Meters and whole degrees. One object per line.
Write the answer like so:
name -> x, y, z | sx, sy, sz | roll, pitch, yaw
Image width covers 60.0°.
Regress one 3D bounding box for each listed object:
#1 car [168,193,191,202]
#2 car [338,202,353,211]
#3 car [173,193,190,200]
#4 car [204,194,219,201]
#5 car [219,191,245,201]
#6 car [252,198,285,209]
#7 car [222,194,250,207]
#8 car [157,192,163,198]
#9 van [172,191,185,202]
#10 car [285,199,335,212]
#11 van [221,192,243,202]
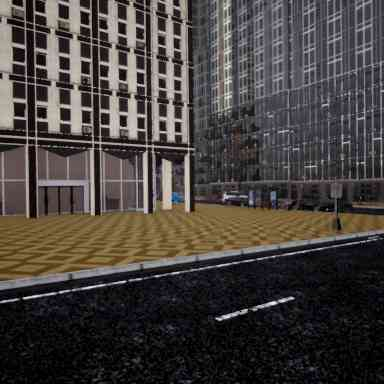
car -> -2.385, 1.050, 64.193 | 2.128, 1.511, 4.902 | -1, 1, -34
car -> 15.604, 1.442, 37.592 | 1.895, 1.301, 4.718 | -1, 1, -34
car -> -2.398, 0.961, 74.338 | 1.802, 1.307, 4.206 | 0, 1, -34
car -> 3.999, 1.068, 64.941 | 1.802, 1.307, 4.206 | 0, 1, -34
car -> 6.961, 0.920, 50.340 | 2.150, 2.045, 5.566 | -1, 2, -32
car -> 9.772, 1.407, 41.373 | 1.802, 1.307, 4.206 | 0, 1, -34
car -> 6.621, 1.339, 46.104 | 1.947, 1.339, 4.313 | 0, 1, -34
car -> -5.597, 0.640, 79.033 | 2.192, 1.841, 5.009 | 0, 1, -34
van -> -2.928, 0.957, 60.224 | 1.690, 1.788, 3.998 | 0, 1, -34
car -> 12.956, 1.443, 36.663 | 1.947, 1.339, 4.313 | 0, 1, -34
van -> 7.197, 0.880, 60.240 | 1.690, 1.788, 3.998 | 0, 1, -34
